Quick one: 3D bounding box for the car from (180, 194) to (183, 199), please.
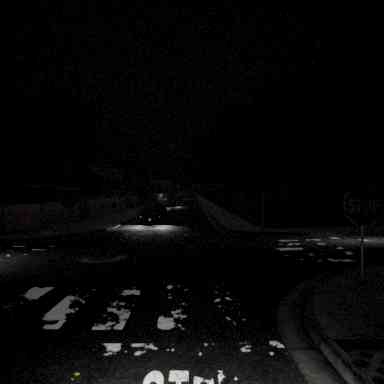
[{"bbox_3d":[-2.968,1.160,74.786,1.882,1.535,5.008,0,0,0],"label":"car"}]

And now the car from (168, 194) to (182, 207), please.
[{"bbox_3d":[-2.897,1.507,50.274,1.837,1.490,4.892,0,1,0],"label":"car"}]

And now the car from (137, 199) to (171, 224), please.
[{"bbox_3d":[-2.819,1.564,24.510,1.837,1.490,4.892,0,0,0],"label":"car"}]
